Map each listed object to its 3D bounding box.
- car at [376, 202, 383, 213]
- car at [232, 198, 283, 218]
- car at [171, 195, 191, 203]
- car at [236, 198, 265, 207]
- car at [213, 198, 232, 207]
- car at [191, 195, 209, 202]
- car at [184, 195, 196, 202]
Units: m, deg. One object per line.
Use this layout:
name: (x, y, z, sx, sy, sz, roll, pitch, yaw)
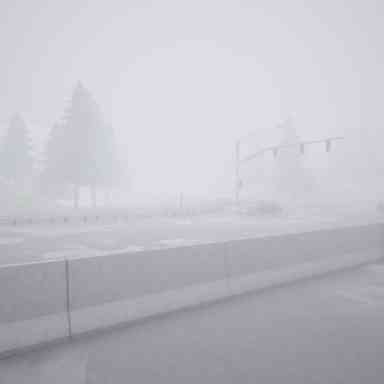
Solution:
car: (21.565, 1.510, 33.873, 1.837, 1.490, 4.892, -1, 1, -44)
car: (6.330, 1.492, 30.359, 4.902, 1.511, 2.128, 0, 0, -40)
car: (-2.263, 1.547, 69.346, 2.033, 1.411, 5.357, 0, 0, -14)
car: (8.939, 1.600, 51.000, 1.895, 1.301, 4.718, 0, 0, -29)
car: (5.173, 1.547, 50.484, 2.033, 1.411, 5.357, 0, 0, -27)
car: (1.926, 1.506, 67.608, 1.837, 1.490, 4.892, 0, -1, -18)
car: (-0.530, 1.525, 78.367, 2.128, 1.511, 4.902, 0, 0, -11)
